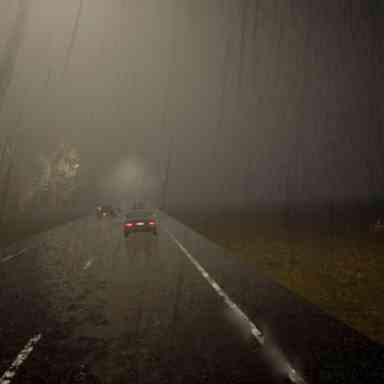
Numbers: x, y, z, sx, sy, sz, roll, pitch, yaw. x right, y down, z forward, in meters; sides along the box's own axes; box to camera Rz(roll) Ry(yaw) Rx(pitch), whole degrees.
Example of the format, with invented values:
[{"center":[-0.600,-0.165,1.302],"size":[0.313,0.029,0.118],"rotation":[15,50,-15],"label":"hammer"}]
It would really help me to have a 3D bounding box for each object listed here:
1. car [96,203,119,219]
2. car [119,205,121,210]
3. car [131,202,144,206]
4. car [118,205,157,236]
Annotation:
[{"center":[-9.399,2.110,36.548],"size":[1.837,1.490,4.892],"rotation":[-3,-2,-9],"label":"car"},{"center":[-11.368,2.279,48.482],"size":[1.812,1.442,4.674],"rotation":[-3,0,-9],"label":"car"},{"center":[-7.599,2.110,47.013],"size":[2.033,1.411,5.357],"rotation":[-3,0,-7],"label":"car"},{"center":[-3.165,1.787,20.254],"size":[2.033,1.411,5.357],"rotation":[-3,0,-9],"label":"car"}]
